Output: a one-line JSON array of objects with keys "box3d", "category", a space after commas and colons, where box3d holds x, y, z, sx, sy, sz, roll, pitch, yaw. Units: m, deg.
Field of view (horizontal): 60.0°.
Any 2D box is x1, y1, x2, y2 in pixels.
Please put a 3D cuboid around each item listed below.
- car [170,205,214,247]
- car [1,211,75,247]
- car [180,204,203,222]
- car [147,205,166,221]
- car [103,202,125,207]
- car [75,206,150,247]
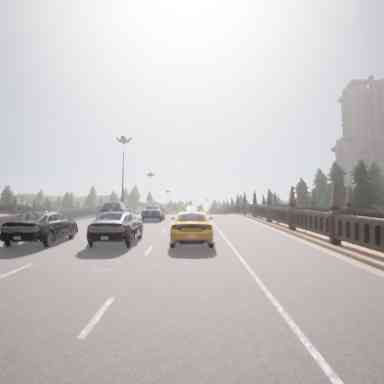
[{"box3d": [-0.001, 1.643, 15.947, 1.882, 1.535, 5.008, 0, 0, 0], "category": "car"}, {"box3d": [-7.003, 1.656, 15.774, 2.128, 1.511, 4.902, 0, 0, 0], "category": "car"}, {"box3d": [-0.013, 1.884, 30.893, 1.994, 1.385, 4.181, 0, -1, 0], "category": "car"}, {"box3d": [-3.515, 1.864, 30.604, 2.033, 1.411, 5.357, 0, -1, 0], "category": "car"}, {"box3d": [-7.012, 1.667, 30.692, 2.097, 1.767, 4.553, 0, -1, 0], "category": "car"}, {"box3d": [-3.503, 1.656, 15.775, 2.128, 1.511, 4.902, 0, 0, 0], "category": "car"}]
